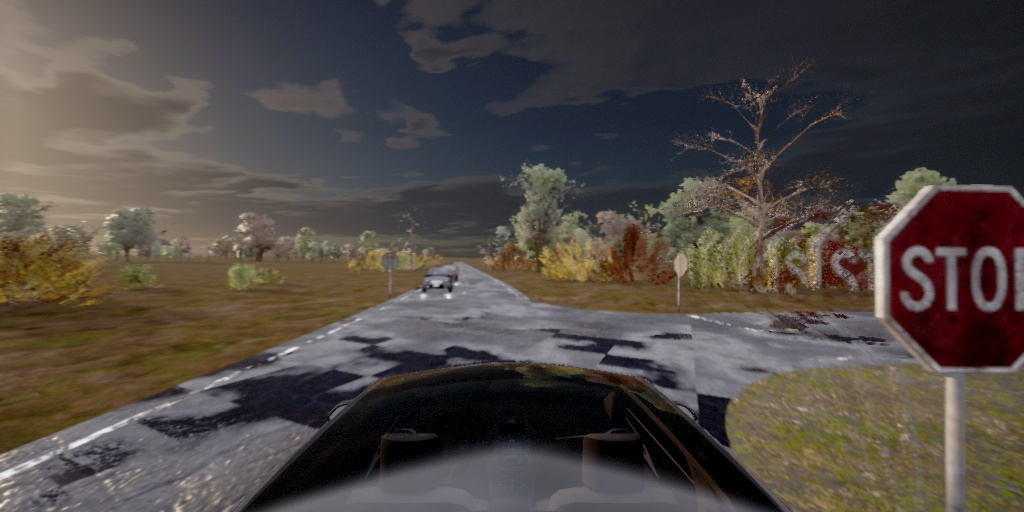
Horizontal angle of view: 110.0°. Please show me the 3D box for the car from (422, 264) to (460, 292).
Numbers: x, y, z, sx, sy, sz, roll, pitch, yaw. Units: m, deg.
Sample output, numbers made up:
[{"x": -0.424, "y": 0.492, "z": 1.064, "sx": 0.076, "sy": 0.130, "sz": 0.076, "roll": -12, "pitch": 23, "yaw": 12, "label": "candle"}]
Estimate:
[{"x": -4.740, "y": 1.498, "z": 23.628, "sx": 2.128, "sy": 1.511, "sz": 4.902, "roll": 1, "pitch": -1, "yaw": -6, "label": "car"}]

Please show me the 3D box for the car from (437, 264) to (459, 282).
[{"x": -6.123, "y": 1.620, "z": 34.630, "sx": 1.882, "sy": 1.535, "sz": 5.008, "roll": 1, "pitch": 0, "yaw": -8, "label": "car"}]
